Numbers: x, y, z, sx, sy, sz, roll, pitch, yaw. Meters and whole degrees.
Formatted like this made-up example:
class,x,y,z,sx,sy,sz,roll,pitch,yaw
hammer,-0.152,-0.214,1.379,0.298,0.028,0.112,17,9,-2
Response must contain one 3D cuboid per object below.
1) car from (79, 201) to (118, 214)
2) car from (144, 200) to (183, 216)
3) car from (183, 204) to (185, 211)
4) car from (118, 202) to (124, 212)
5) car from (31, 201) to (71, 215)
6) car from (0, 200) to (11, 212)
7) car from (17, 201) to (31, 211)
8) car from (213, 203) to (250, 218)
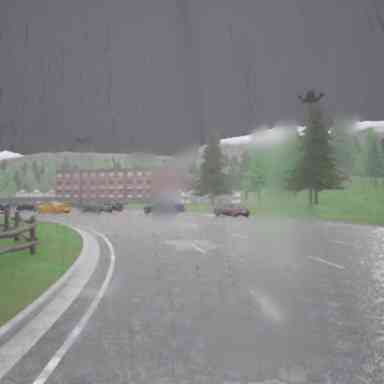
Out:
class,x,y,z,sx,sy,sz,roll,pitch,yaw
car,-11.613,1.861,40.103,4.902,1.511,2.128,-1,-1,38
car,-3.579,1.692,37.892,2.097,1.767,4.553,0,-1,-43
car,-3.094,1.856,42.314,5.008,1.535,1.882,0,0,45
car,-11.198,1.913,44.328,4.892,1.490,1.837,0,0,36
car,-16.384,1.847,39.204,5.008,1.535,1.882,0,-1,33
car,-26.308,1.778,44.013,4.553,1.767,2.097,0,-1,19
car,-22.094,1.964,46.097,4.674,1.442,1.812,0,-1,23
car,3.995,1.862,34.268,1.994,1.385,4.181,0,-1,-34
